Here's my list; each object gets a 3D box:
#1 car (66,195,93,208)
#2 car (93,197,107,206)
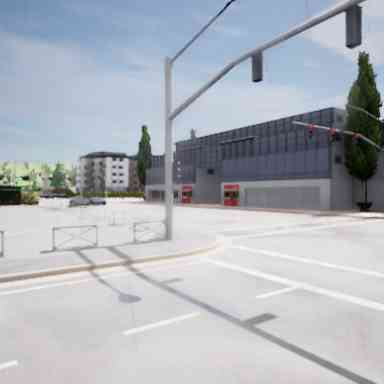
[{"bbox_3d":[-15.771,1.404,46.487,1.837,1.490,4.892,0,0,-33],"label":"car"},{"bbox_3d":[-14.842,1.422,51.468,2.033,1.411,5.357,0,0,-33],"label":"car"}]
